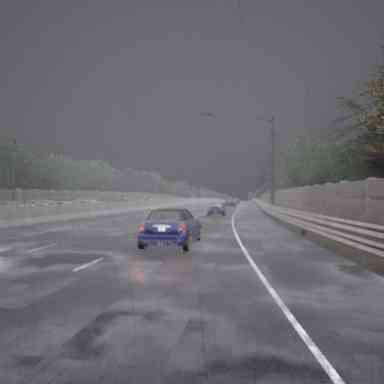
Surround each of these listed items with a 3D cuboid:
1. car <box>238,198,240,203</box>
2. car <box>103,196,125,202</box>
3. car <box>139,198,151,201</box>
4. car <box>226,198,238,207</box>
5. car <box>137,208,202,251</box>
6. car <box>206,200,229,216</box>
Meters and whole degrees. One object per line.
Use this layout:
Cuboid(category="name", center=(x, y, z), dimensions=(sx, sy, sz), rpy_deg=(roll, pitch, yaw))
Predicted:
Cuboid(category="car", center=(9.266, 2.306, 75.767), dimensions=(1.994, 1.385, 4.181), rpy_deg=(0, -1, 9))
Cuboid(category="car", center=(-12.326, 1.677, 52.788), dimensions=(2.150, 2.045, 5.566), rpy_deg=(0, -1, 10))
Cuboid(category="car", center=(-9.684, 1.973, 68.457), dimensions=(2.097, 1.767, 4.553), rpy_deg=(0, -1, 9))
Cuboid(category="car", center=(7.190, 1.979, 63.239), dimensions=(2.097, 1.767, 4.553), rpy_deg=(0, -1, 9))
Cuboid(category="car", center=(-0.827, 1.466, 14.834), dimensions=(2.097, 1.767, 4.553), rpy_deg=(0, -1, 9))
Cuboid(category="car", center=(2.808, 1.877, 36.783), dimensions=(1.812, 1.442, 4.674), rpy_deg=(0, -1, 9))
